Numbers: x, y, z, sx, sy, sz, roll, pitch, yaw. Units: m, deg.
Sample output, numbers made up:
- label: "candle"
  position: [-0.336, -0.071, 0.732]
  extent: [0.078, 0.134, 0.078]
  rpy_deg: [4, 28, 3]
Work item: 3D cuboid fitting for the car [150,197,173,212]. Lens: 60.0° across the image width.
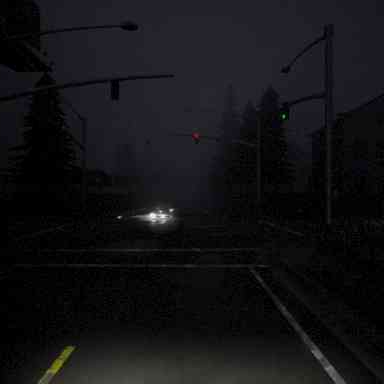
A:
- label: "car"
  position: [-3.627, 1.491, 38.102]
  extent: [2.128, 1.511, 4.902]
  rpy_deg: [0, 0, 0]
